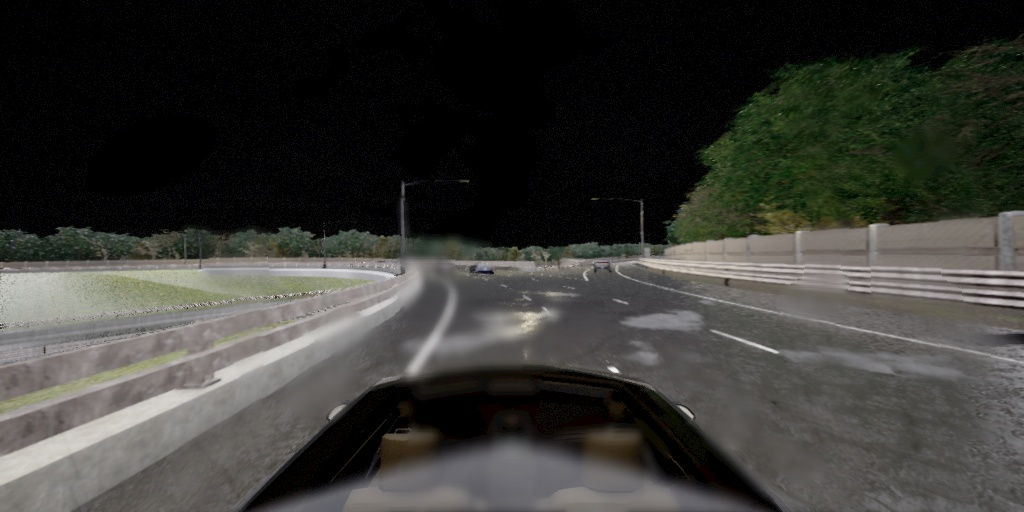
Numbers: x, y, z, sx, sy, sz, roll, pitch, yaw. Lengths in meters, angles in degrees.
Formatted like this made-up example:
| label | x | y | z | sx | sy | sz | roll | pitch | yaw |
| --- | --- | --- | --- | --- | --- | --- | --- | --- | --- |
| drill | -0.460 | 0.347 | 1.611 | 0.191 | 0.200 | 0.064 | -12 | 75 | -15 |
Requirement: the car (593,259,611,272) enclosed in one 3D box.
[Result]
| label | x | y | z | sx | sy | sz | roll | pitch | yaw |
| --- | --- | --- | --- | --- | --- | --- | --- | --- | --- |
| car | 10.366 | 1.035 | 41.080 | 2.128 | 1.511 | 4.902 | -1 | 0 | 15 |

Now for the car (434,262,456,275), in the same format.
| label | x | y | z | sx | sy | sz | roll | pitch | yaw |
| --- | --- | --- | --- | --- | --- | --- | --- | --- | --- |
| car | -7.886 | 1.390 | 41.776 | 2.128 | 1.511 | 4.902 | -1 | 0 | -22 |

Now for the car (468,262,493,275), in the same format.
| label | x | y | z | sx | sy | sz | roll | pitch | yaw |
| --- | --- | --- | --- | --- | --- | --- | --- | --- | --- |
| car | -3.586 | 1.379 | 40.375 | 1.994 | 1.385 | 4.181 | -1 | 0 | -21 |
